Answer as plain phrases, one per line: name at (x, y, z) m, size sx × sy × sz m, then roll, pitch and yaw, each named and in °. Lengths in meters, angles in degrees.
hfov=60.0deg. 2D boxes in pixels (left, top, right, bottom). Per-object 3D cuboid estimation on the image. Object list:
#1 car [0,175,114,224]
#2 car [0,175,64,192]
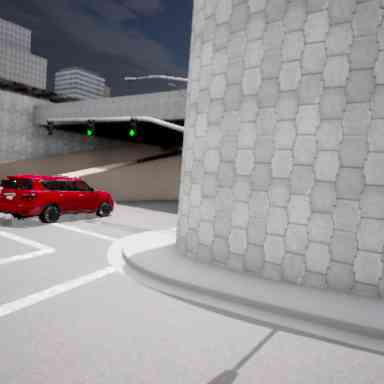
car at (-6.115, 0.295, 15.739) m, size 2.150 × 2.045 × 5.566 m, roll 4°, pitch 3°, yaw 26°
car at (-13.768, -0.706, 28.851) m, size 1.895 × 1.301 × 4.718 m, roll 7°, pitch 4°, yaw 34°
